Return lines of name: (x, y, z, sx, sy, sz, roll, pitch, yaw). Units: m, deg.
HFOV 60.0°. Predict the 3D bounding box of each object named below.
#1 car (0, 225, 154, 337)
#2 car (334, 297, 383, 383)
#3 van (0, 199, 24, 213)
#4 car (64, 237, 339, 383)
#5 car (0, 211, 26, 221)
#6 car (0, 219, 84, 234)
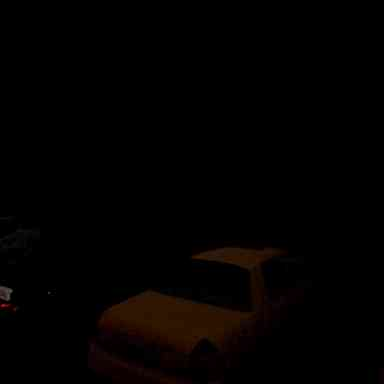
car: (-1.393, 1.532, 6.792, 2.163, 1.488, 4.792, 0, 0, 36)
car: (3.245, 1.474, 3.673, 1.946, 1.575, 5.366, 0, 0, 36)
van: (-8.296, 1.259, 11.528, 1.878, 1.987, 4.442, 0, 1, 35)
car: (0.970, 1.491, 5.297, 1.946, 1.575, 5.366, 0, 0, 36)
car: (-6.046, 1.531, 10.080, 2.002, 1.452, 4.674, 0, 0, 36)
car: (-3.779, 1.540, 8.462, 2.002, 1.452, 4.674, 0, 0, 36)
